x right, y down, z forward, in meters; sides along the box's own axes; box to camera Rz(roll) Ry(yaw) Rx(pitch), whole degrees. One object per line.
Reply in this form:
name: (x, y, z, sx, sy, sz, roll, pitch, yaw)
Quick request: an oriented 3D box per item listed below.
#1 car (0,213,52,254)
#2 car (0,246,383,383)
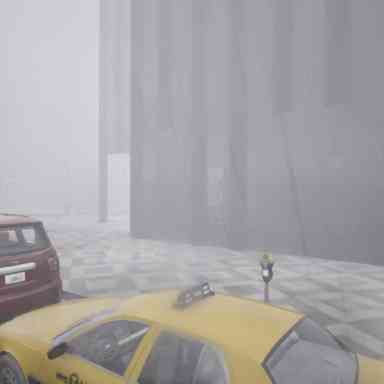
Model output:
car: (-4.466, 1.314, 6.155, 5.009, 1.841, 2.192, 0, 0, 36)
car: (-0.191, 1.525, 3.099, 4.829, 1.417, 1.752, 0, 0, 36)
